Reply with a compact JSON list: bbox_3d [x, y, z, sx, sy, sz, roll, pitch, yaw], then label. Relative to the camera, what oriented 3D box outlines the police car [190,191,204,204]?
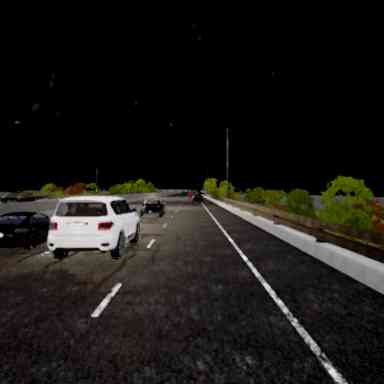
[{"bbox_3d":[1.092,1.175,58.589,1.930,1.638,5.238,0,0,0],"label":"police car"}]

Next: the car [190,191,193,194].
[{"bbox_3d":[1.103,1.032,74.449,2.097,1.767,4.553,0,0,0],"label":"car"}]

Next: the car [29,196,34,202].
[{"bbox_3d":[-17.557,1.429,40.649,1.895,1.301,4.718,0,0,0],"label":"car"}]

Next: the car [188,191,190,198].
[{"bbox_3d":[0.066,0.671,92.952,2.150,2.045,5.566,0,0,0],"label":"car"}]

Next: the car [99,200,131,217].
[{"bbox_3d":[-6.878,1.437,30.108,1.994,1.385,4.181,0,0,0],"label":"car"}]

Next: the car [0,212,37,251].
[{"bbox_3d":[-6.890,1.505,13.888,1.994,1.385,4.181,0,0,0],"label":"car"}]

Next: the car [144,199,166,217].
[{"bbox_3d":[-3.378,1.367,29.417,2.128,1.511,4.902,0,0,0],"label":"car"}]

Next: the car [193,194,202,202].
[{"bbox_3d":[1.099,1.162,68.669,1.801,1.575,5.366,0,0,0],"label":"car"}]

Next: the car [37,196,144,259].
[{"bbox_3d":[-3.391,1.168,12.517,2.150,2.045,5.566,0,0,0],"label":"car"}]

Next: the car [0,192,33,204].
[{"bbox_3d":[-21.053,1.056,39.954,2.150,2.045,5.566,0,0,0],"label":"car"}]
